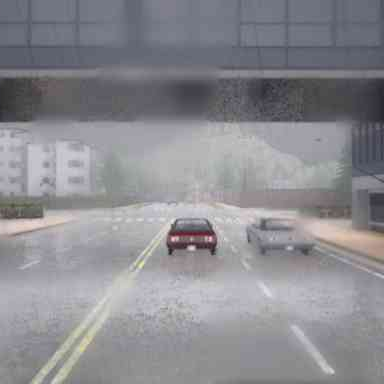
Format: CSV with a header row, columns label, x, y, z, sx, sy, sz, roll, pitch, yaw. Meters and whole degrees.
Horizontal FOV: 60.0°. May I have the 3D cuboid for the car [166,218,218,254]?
label,x,y,z,sx,sy,sz,roll,pitch,yaw
car,-0.007,1.735,14.107,1.895,1.301,4.718,0,-1,0

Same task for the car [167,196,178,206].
label,x,y,z,sx,sy,sz,roll,pitch,yaw
car,-4.196,1.893,72.471,2.150,2.045,5.566,0,-1,0

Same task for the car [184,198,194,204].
label,x,y,z,sx,sy,sz,roll,pitch,yaw
car,-0.822,2.176,84.972,1.882,1.535,5.008,0,-1,-14

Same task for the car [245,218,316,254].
label,x,y,z,sx,sy,sz,roll,pitch,yaw
car,3.493,1.735,14.109,1.895,1.301,4.718,0,-1,0
